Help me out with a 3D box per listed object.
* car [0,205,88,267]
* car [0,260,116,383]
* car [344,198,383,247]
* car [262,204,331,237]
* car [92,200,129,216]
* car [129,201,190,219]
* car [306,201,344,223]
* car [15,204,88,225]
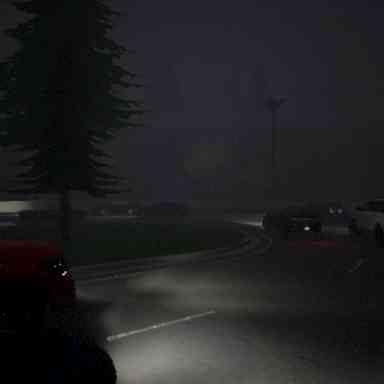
[{"bbox_3d":[-4.641,1.211,4.733,5.566,2.045,2.150,1,-1,-35],"label":"car"},{"bbox_3d":[-2.701,1.519,1.794,4.674,1.442,1.812,0,0,-36],"label":"car"},{"bbox_3d":[9.195,1.300,15.463,2.150,2.045,5.566,1,0,9],"label":"car"},{"bbox_3d":[5.415,1.563,18.598,2.128,1.511,4.902,1,0,-4],"label":"car"},{"bbox_3d":[-7.336,1.551,33.063,4.902,1.511,2.128,0,0,-8],"label":"car"},{"bbox_3d":[-2.696,1.548,30.014,5.008,1.535,1.882,0,-1,10],"label":"car"},{"bbox_3d":[9.680,1.461,25.944,2.097,1.767,4.553,0,0,-30],"label":"car"},{"bbox_3d":[-10.360,1.625,24.675,4.718,1.301,1.895,0,0,-35],"label":"car"}]
